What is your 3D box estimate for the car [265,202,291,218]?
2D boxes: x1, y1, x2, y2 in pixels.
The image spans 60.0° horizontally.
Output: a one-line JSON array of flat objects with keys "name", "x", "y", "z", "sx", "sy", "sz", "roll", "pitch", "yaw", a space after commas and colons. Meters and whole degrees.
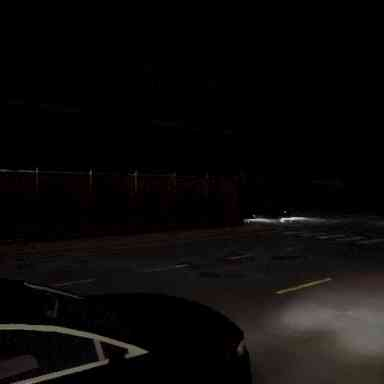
[{"name": "car", "x": 7.133, "y": 1.619, "z": 31.187, "sx": 1.994, "sy": 1.385, "sz": 4.181, "roll": 0, "pitch": 0, "yaw": -35}]

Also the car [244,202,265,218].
[{"name": "car", "x": 3.662, "y": 1.603, "z": 30.024, "sx": 2.033, "sy": 1.411, "sz": 5.357, "roll": 0, "pitch": 0, "yaw": -36}]

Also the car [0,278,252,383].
[{"name": "car", "x": -1.643, "y": 1.492, "z": 2.575, "sx": 4.902, "sy": 1.511, "sz": 2.128, "roll": 0, "pitch": 0, "yaw": -36}]
